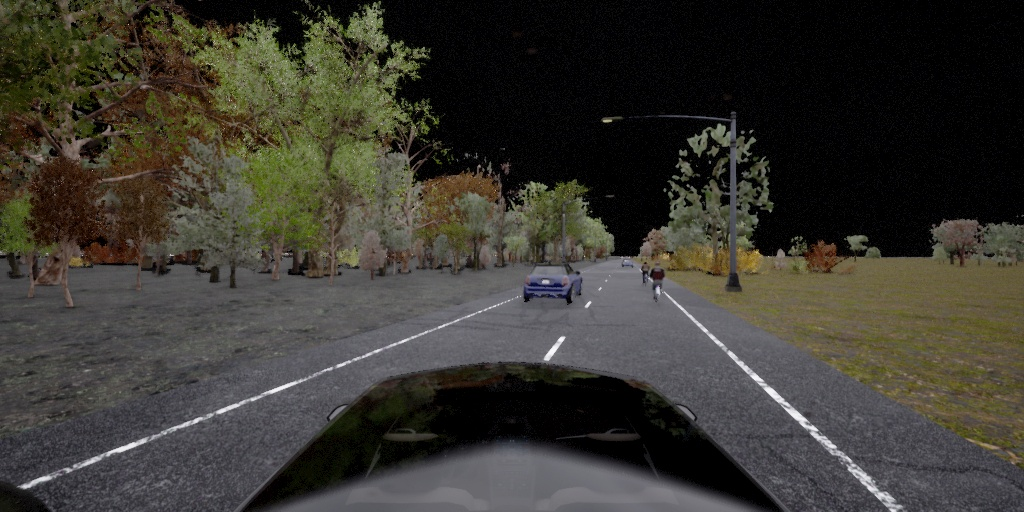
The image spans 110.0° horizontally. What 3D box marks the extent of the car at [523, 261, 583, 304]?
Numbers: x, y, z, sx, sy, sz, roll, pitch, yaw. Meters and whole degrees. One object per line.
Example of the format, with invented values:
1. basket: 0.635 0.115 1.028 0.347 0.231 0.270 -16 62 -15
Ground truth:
1. car: 2.041 1.104 16.773 2.097 1.767 4.553 0 0 18

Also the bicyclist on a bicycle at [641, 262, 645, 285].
1. bicyclist on a bicycle: 8.673 1.207 23.283 0.582 1.620 1.656 0 0 18

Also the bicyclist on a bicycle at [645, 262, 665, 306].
1. bicyclist on a bicycle: 6.027 1.123 14.900 0.659 1.776 1.843 0 0 17
